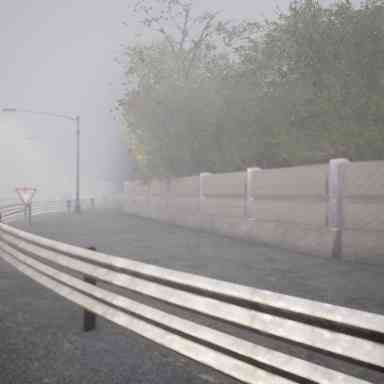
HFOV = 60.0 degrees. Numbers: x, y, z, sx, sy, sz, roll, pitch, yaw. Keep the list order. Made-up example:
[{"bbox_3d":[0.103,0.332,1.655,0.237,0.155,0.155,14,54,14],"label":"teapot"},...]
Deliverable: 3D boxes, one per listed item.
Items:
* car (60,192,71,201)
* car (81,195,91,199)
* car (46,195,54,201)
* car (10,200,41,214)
[{"bbox_3d":[-30.873,1.062,81.235,2.150,2.045,5.566,0,0,-25],"label":"car"},{"bbox_3d":[-25.941,1.445,81.701,1.895,1.301,4.718,0,0,-10],"label":"car"},{"bbox_3d":[-34.089,1.366,79.856,2.033,1.411,5.357,0,0,-25],"label":"car"},{"bbox_3d":[-17.797,1.563,35.621,1.994,1.385,4.181,0,0,-6],"label":"car"}]
